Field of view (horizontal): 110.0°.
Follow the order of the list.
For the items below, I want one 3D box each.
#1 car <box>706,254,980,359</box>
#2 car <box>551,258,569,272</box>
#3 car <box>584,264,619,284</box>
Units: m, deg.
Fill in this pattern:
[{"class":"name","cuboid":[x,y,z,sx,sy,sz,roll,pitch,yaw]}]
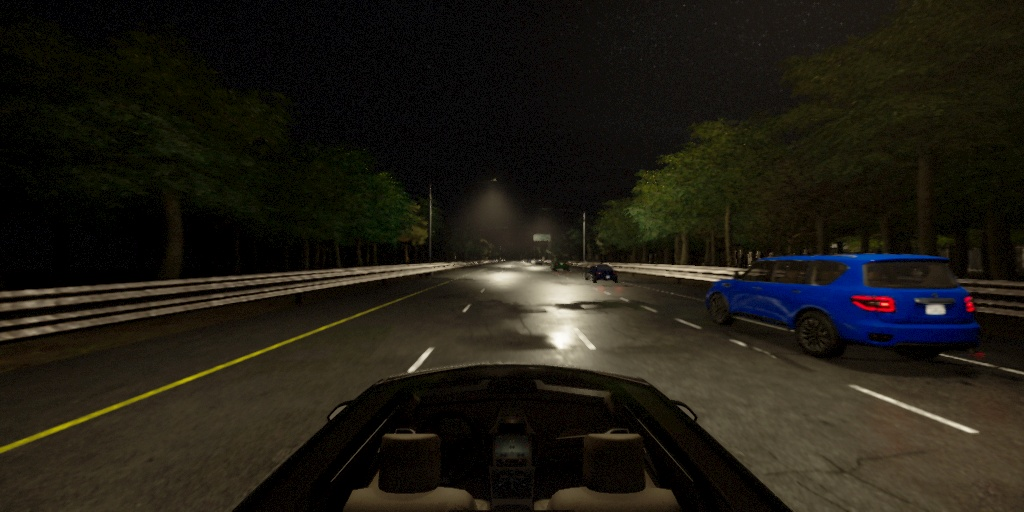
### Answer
[{"class":"car","cuboid":[6.998,0.985,8.606,2.150,2.045,5.566,0,0,0]},{"class":"car","cuboid":[7.119,1.280,53.572,2.150,2.045,5.566,0,0,0]},{"class":"car","cuboid":[7.025,1.390,28.552,1.812,1.442,4.674,0,0,0]}]
